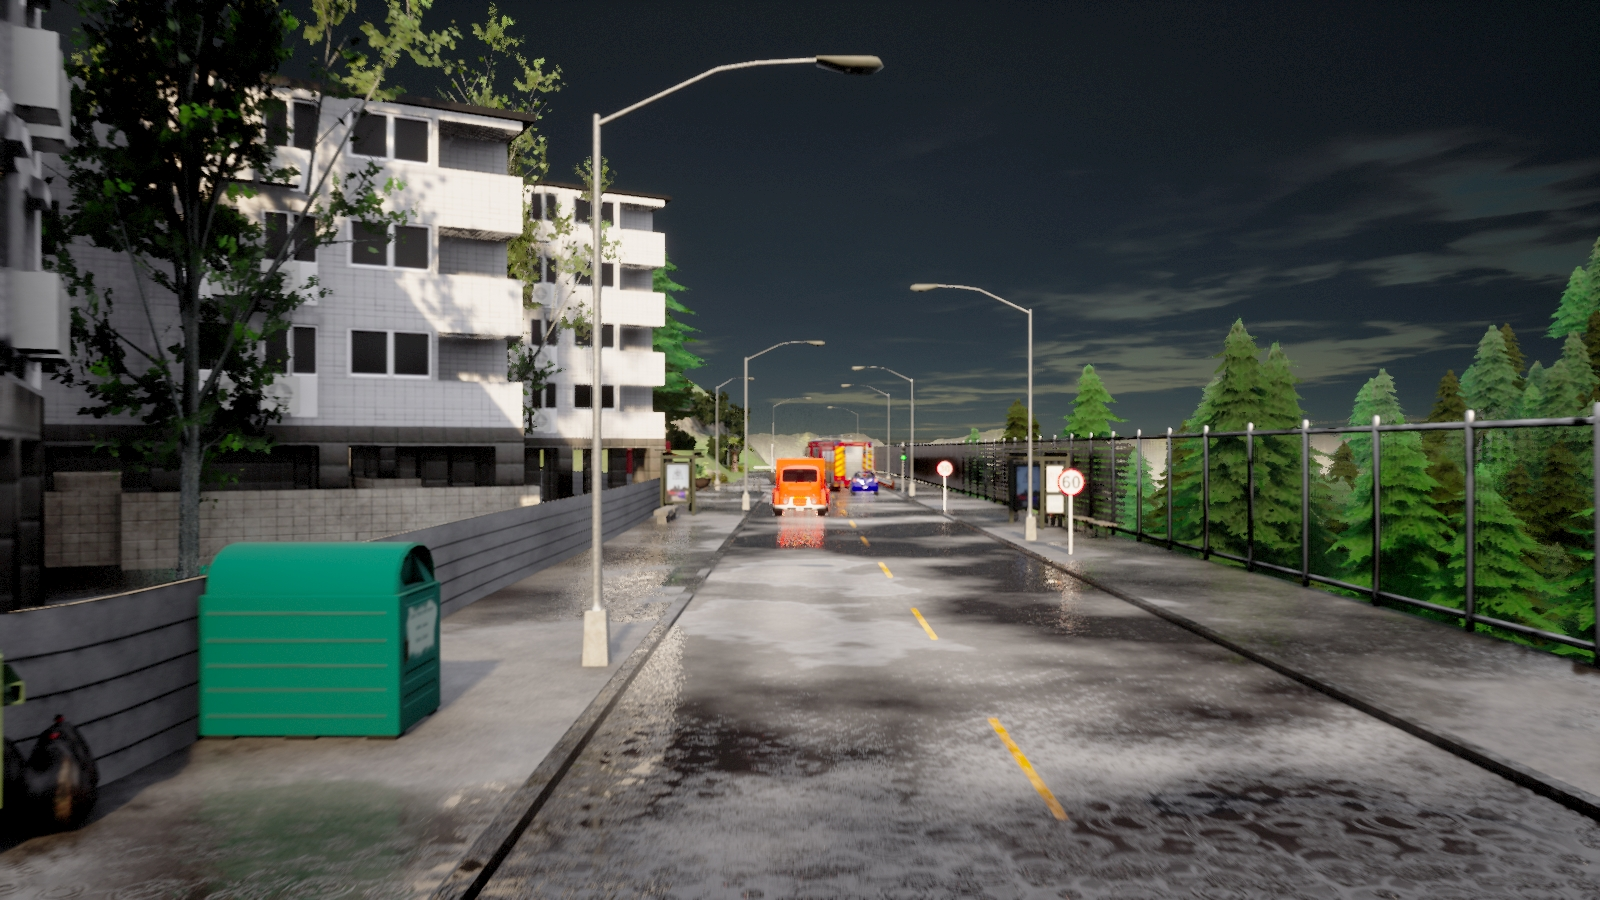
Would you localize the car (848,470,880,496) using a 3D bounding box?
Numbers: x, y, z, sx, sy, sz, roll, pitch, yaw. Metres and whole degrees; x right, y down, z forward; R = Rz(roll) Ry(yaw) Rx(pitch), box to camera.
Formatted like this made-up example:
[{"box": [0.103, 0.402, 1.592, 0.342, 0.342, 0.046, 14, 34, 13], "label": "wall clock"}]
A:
[{"box": [3.993, 2.039, 71.699, 1.845, 1.501, 3.633, 0, 0, 0], "label": "car"}]

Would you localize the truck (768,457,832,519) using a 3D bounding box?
[{"box": [0.025, 1.568, 49.286, 2.627, 2.467, 5.204, 0, 0, 1], "label": "truck"}]
